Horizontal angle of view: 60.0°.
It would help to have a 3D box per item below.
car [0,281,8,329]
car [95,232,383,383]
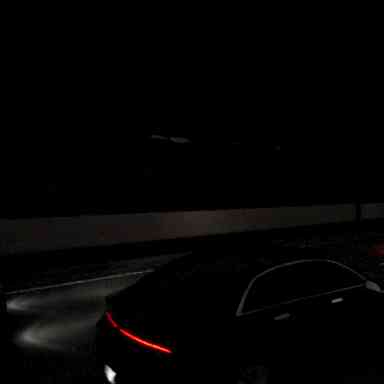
[{"bbox_3d":[-5.090,1.372,4.468,4.553,1.767,2.097,0,0,-35],"label":"car"},{"bbox_3d":[1.177,1.500,4.627,4.892,1.490,1.837,0,0,-35],"label":"car"}]
